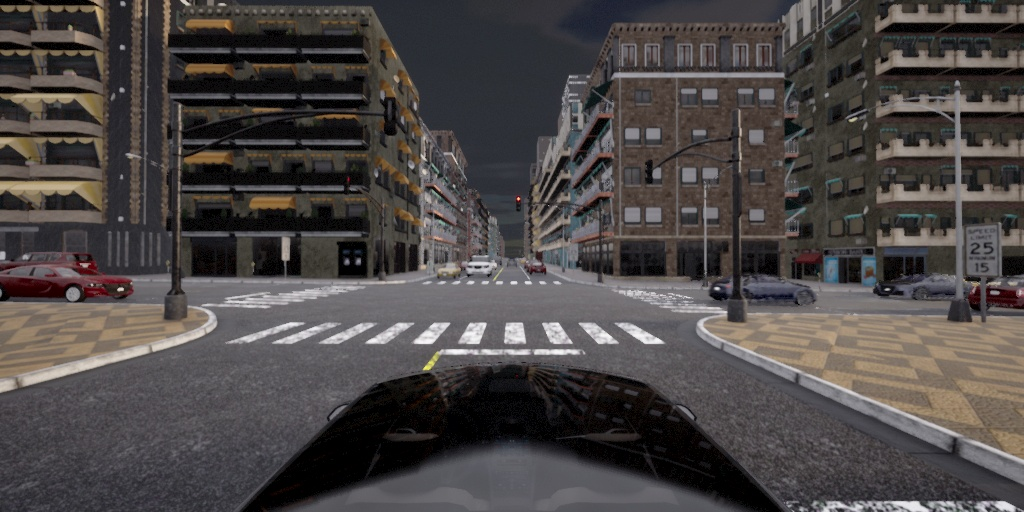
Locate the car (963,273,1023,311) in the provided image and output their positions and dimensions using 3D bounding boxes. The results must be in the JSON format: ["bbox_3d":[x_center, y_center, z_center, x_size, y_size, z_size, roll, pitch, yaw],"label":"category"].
[{"bbox_3d":[20.837,1.491,14.030,4.097,1.591,1.967,0,0,0],"label":"car"}]

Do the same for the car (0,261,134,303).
[{"bbox_3d":[-17.260,1.002,13.717,4.507,1.381,1.888,0,0,0],"label":"car"}]

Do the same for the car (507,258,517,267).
[{"bbox_3d":[0.014,1.213,63.793,2.128,1.511,4.902,0,0,0],"label":"car"}]

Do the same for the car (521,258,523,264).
[{"bbox_3d":[2.702,1.307,54.935,1.802,1.307,4.207,0,0,0],"label":"car"}]

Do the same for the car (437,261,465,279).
[{"bbox_3d":[-5.683,1.259,32.687,1.751,1.417,4.829,0,0,0],"label":"car"}]

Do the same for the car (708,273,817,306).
[{"bbox_3d":[11.381,1.492,16.448,4.181,1.385,1.994,1,-1,-2],"label":"car"}]

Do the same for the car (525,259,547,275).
[{"bbox_3d":[2.699,1.276,38.364,1.888,1.381,4.507,0,0,0],"label":"car"}]

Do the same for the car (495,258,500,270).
[{"bbox_3d":[-3.087,1.253,50.502,1.812,1.442,4.674,0,1,0],"label":"car"}]

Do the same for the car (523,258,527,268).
[{"bbox_3d":[2.700,1.169,43.888,1.967,1.591,4.097,0,0,0],"label":"car"}]

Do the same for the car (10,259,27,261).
[{"bbox_3d":[-25.576,0.915,16.251,4.181,1.385,1.994,1,-1,0],"label":"car"}]

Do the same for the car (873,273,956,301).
[{"bbox_3d":[22.715,1.697,19.807,4.181,1.385,1.994,1,-1,0],"label":"car"}]

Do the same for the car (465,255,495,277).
[{"bbox_3d":[-3.094,0.952,34.902,2.150,2.045,5.566,0,0,0],"label":"car"}]

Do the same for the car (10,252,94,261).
[{"bbox_3d":[-28.642,0.671,22.013,5.009,1.841,2.192,0,0,0],"label":"car"}]
